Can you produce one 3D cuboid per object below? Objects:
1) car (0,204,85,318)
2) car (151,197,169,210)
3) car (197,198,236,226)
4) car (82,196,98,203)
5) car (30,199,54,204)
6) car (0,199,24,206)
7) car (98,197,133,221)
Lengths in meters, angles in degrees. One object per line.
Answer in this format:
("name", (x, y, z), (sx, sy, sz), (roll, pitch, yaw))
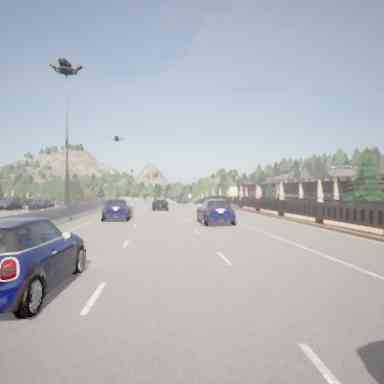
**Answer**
("car", (-3.917, 1.335, 7.461), (2.097, 1.767, 4.553), (0, 0, -4))
("car", (-3.810, 1.352, 39.810), (2.128, 1.511, 4.902), (0, 0, -6))
("car", (1.574, 1.252, 22.973), (2.097, 1.767, 4.553), (0, 0, -6))
("car", (-15.914, 1.387, 52.216), (1.882, 1.535, 5.008), (0, -1, -6))
("car", (-18.123, 1.487, 40.168), (1.994, 1.385, 4.181), (0, 0, -6))
("car", (-21.538, 1.490, 39.169), (2.033, 1.411, 5.357), (0, 0, -6))
("car", (-5.865, 1.272, 26.602), (2.097, 1.767, 4.553), (0, 0, -6))
